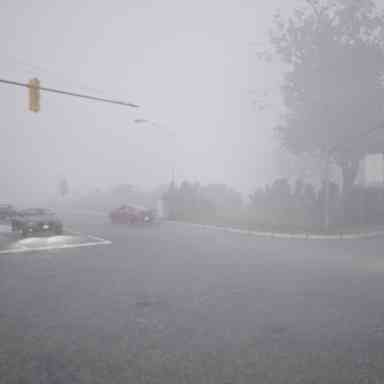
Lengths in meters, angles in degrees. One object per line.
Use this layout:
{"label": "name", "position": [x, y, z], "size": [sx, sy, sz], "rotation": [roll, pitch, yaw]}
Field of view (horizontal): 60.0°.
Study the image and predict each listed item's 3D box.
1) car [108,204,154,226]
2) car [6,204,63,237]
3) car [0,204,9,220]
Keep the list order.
{"label": "car", "position": [-4.548, 1.654, 24.753], "size": [1.812, 1.442, 4.674], "rotation": [1, -1, -39]}
{"label": "car", "position": [-8.718, 1.607, 18.606], "size": [1.994, 1.385, 4.181], "rotation": [1, 0, -39]}
{"label": "car", "position": [-14.933, 1.637, 26.351], "size": [1.895, 1.301, 4.718], "rotation": [1, -1, -39]}
